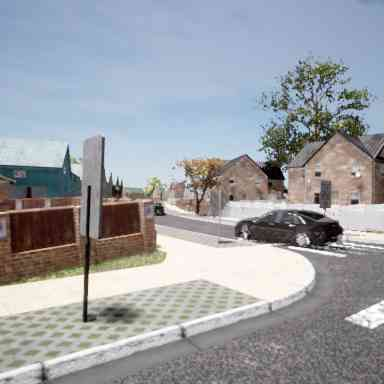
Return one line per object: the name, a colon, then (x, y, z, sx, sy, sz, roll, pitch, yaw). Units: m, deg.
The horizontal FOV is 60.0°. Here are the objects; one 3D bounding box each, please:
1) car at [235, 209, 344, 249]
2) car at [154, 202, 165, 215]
car: (4.058, 1.517, 14.672, 1.837, 1.490, 4.892, -6, 4, -42)
car: (-4.491, 1.940, 39.588, 1.837, 1.490, 4.892, 1, -1, -16)
